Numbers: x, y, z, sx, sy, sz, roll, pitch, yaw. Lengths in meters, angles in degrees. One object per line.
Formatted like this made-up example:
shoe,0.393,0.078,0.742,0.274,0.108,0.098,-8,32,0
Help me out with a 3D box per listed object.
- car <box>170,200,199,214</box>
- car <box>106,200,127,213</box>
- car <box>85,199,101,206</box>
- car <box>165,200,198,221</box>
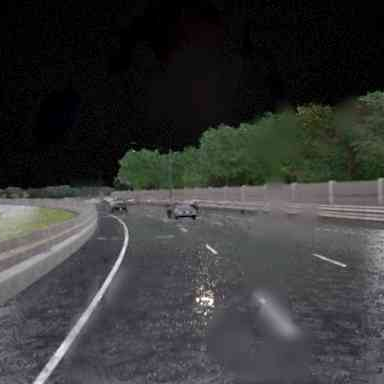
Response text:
car,-0.954,1.722,40.157,1.882,1.535,5.008,0,0,-22
car,-9.712,1.817,42.736,1.837,1.490,4.892,1,-1,-25
car,-19.361,2.009,64.972,1.812,1.442,4.674,0,0,-39
car,-1.038,1.731,29.708,2.033,1.411,5.357,0,0,-16
